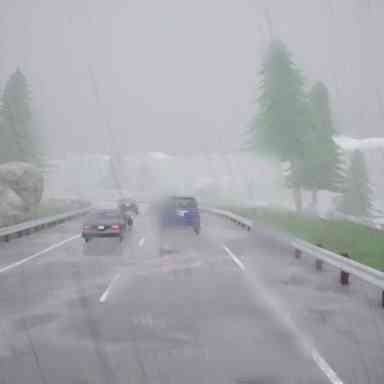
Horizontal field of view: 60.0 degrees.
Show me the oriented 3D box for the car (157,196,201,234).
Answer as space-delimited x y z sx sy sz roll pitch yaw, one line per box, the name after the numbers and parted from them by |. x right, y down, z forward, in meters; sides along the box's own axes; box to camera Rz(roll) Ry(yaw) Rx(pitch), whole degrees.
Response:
-0.786 1.224 19.267 2.150 2.045 5.566 0 0 -5 | car

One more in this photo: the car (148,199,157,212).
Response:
-3.910 1.556 38.220 2.033 1.411 5.357 0 0 -14 | car

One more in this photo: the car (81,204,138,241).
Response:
-4.073 1.555 16.672 2.033 1.411 5.357 0 0 -4 | car

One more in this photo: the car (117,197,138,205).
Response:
-6.929 1.365 35.527 2.097 1.767 4.553 0 0 -13 | car
